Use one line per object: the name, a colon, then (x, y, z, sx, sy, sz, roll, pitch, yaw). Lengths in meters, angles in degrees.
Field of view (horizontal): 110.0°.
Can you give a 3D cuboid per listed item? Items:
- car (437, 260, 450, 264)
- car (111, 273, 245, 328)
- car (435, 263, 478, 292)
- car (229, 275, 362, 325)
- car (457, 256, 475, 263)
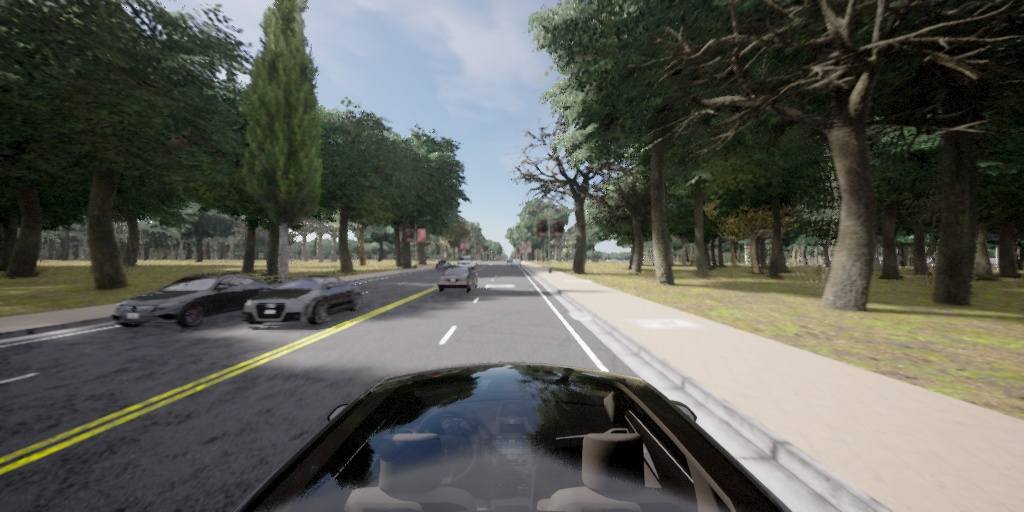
car: (-9.968, 1.338, 52.545, 1.812, 1.442, 4.674, 0, 0, 0)
car: (-9.859, 1.307, 11.654, 1.812, 1.442, 4.674, 0, 0, 0)
car: (-3.179, 1.347, 21.751, 2.033, 1.411, 5.357, 0, 0, 0)
car: (-6.610, 1.345, 11.795, 1.994, 1.385, 4.181, 0, 0, 0)
car: (-6.717, 1.033, 52.477, 2.150, 2.045, 5.566, 0, 0, 0)
